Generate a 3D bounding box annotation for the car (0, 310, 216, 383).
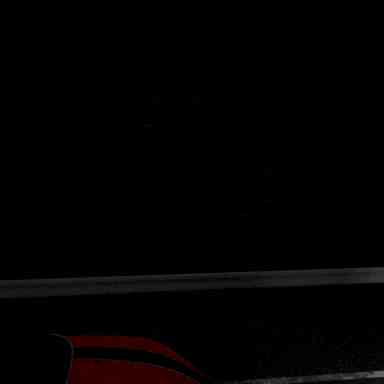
[{"bbox_3d":[-1.852,1.352,1.664,4.553,1.767,2.097,0,0,-6],"label":"car"}]
